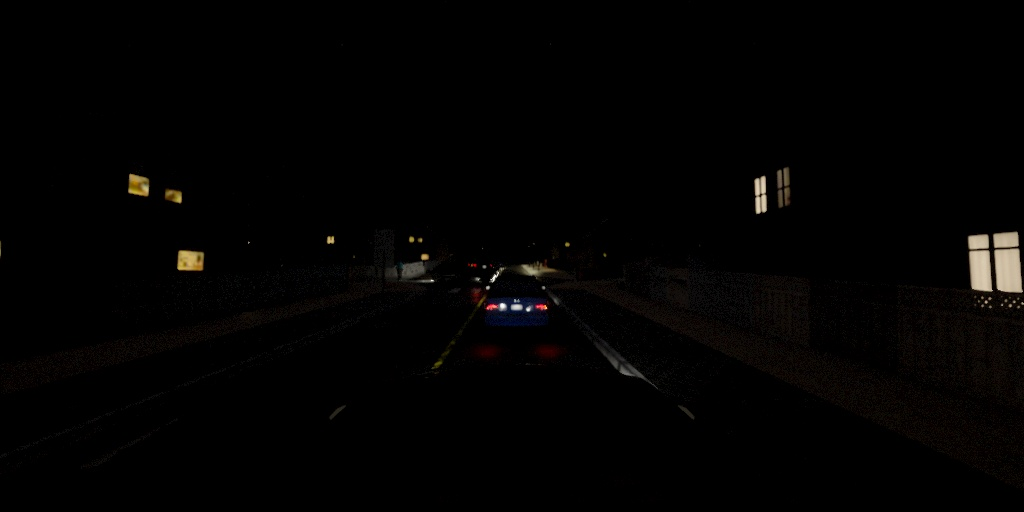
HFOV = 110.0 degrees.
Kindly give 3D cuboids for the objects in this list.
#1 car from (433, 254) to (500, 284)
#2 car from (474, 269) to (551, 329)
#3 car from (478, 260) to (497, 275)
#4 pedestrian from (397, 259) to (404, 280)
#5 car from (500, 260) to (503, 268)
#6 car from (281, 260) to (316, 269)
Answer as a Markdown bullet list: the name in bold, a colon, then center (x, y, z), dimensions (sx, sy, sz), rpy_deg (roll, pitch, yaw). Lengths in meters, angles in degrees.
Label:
- **car**: center (-3.633, 0.936, 26.033), dimensions (2.150, 2.045, 5.566), rpy_deg (3, -4, -41)
- **car**: center (0.120, 1.302, 11.243), dimensions (2.033, 1.411, 5.357), rpy_deg (0, 0, 0)
- **car**: center (-2.764, 1.299, 41.776), dimensions (1.882, 1.535, 5.008), rpy_deg (0, 0, 0)
- **pedestrian**: center (-9.757, 1.143, 31.160), dimensions (0.375, 1.860, 0.375), rpy_deg (0, -3, -1)
- **car**: center (-2.734, 1.365, 52.123), dimensions (1.837, 1.490, 4.892), rpy_deg (0, 0, 0)
- **car**: center (-14.446, 1.056, 25.491), dimensions (4.553, 1.767, 2.097), rpy_deg (0, -3, 3)
